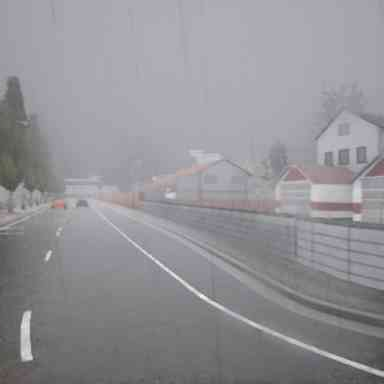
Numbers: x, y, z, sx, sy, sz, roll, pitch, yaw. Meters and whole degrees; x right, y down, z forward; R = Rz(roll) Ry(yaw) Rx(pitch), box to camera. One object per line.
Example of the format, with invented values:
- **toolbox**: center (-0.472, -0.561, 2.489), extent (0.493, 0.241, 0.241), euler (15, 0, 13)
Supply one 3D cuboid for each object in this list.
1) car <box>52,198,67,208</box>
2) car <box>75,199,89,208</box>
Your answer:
- **car**: center (-21.785, 1.734, 54.770), extent (2.097, 1.767, 4.553), euler (1, -1, -19)
- **car**: center (-18.938, 1.939, 57.241), extent (1.837, 1.490, 4.892), euler (1, -1, -19)
